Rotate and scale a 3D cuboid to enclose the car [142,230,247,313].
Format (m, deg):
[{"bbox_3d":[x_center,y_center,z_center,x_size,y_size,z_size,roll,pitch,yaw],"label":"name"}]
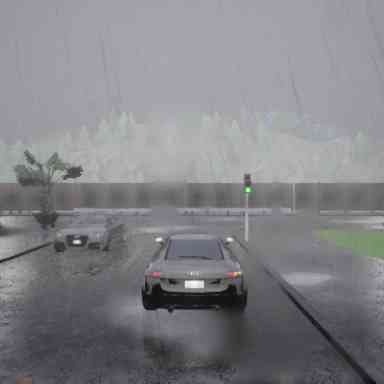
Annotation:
[{"bbox_3d":[0.054,1.564,7.753,1.994,1.385,4.181,0,0,0],"label":"car"}]

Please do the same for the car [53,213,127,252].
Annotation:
[{"bbox_3d":[-4.001,1.564,13.674,1.994,1.385,4.181,0,0,1],"label":"car"}]
